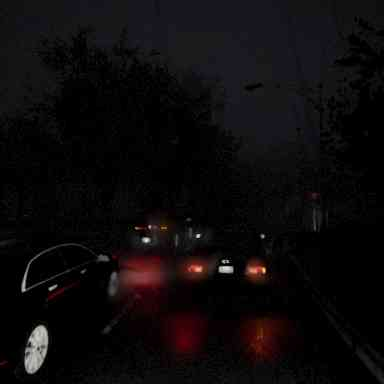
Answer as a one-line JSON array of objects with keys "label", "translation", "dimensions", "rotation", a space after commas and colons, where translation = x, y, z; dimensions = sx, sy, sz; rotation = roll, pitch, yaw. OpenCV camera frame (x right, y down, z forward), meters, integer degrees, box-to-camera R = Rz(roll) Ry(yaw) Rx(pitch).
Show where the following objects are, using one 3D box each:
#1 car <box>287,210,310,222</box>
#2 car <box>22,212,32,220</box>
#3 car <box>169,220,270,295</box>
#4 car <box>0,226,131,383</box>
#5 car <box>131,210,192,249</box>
[{"label": "car", "translation": [14.184, 3.216, 44.469], "dimensions": [2.128, 1.511, 4.902], "rotation": [0, -3, -2]}, {"label": "car", "translation": [-24.716, 3.697, 52.889], "dimensions": [1.882, 1.535, 5.008], "rotation": [-3, -5, 32]}, {"label": "car", "translation": [0.994, 1.534, 8.883], "dimensions": [2.033, 1.411, 5.357], "rotation": [-1, 0, 8]}, {"label": "car", "translation": [-2.643, 1.514, 5.480], "dimensions": [1.837, 1.490, 4.892], "rotation": [0, 0, 5]}, {"label": "car", "translation": [-1.227, 1.548, 14.562], "dimensions": [1.837, 1.490, 4.892], "rotation": [-1, -1, 11]}]
